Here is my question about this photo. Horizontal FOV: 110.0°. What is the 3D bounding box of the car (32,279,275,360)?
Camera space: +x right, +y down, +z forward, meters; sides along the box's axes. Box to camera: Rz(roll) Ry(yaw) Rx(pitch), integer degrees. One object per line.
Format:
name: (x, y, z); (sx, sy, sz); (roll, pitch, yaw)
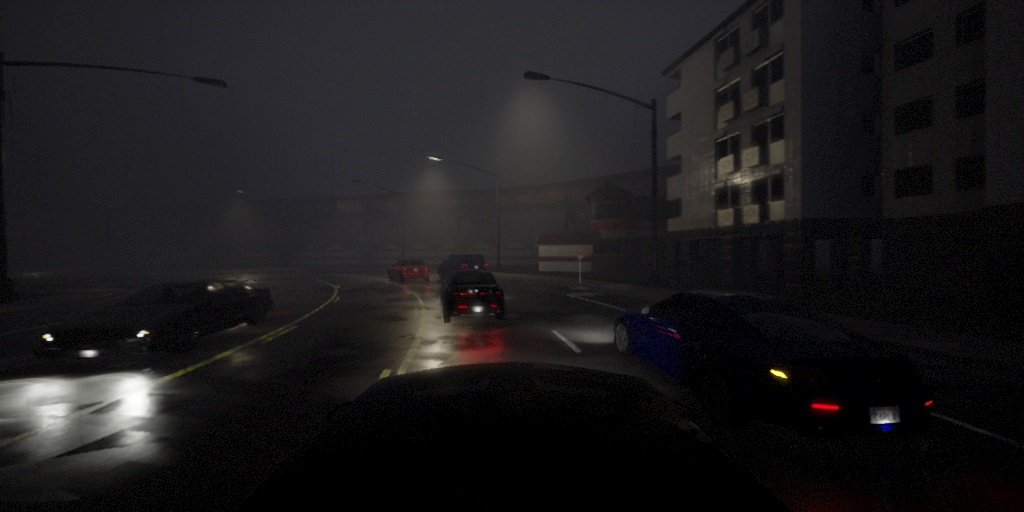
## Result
car: (-7.908, 1.310, 8.868); (2.033, 1.411, 5.357); (0, 0, -11)

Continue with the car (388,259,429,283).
car: (-7.956, 1.020, 27.263); (2.097, 1.767, 4.553); (-1, 0, -32)

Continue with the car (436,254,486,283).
car: (-3.855, 0.862, 27.465); (2.150, 2.045, 5.566); (0, 0, -30)

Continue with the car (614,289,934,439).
car: (3.149, 1.236, 5.506); (1.812, 1.442, 4.674); (0, 1, -5)

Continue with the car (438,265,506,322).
car: (-1.467, 1.209, 12.261); (1.837, 1.490, 4.892); (0, 0, -13)
